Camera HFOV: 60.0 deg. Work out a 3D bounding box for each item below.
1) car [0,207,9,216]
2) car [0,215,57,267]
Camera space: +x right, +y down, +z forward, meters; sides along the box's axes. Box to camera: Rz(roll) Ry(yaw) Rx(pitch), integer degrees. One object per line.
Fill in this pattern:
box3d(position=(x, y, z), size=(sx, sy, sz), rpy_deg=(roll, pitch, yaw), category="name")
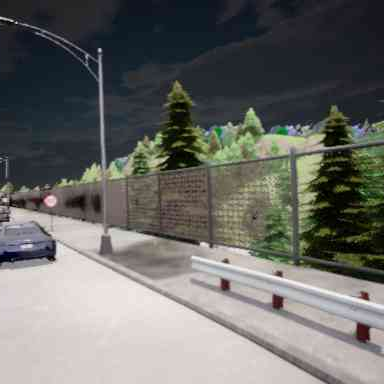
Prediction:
box3d(position=(-16.065, 2.006, 27.135), size=(2.128, 1.511, 4.902), rpy_deg=(-2, 0, -33), category="car")
box3d(position=(-6.431, 1.768, 12.446), size=(1.994, 1.385, 4.181), rpy_deg=(-2, 0, -33), category="car")
